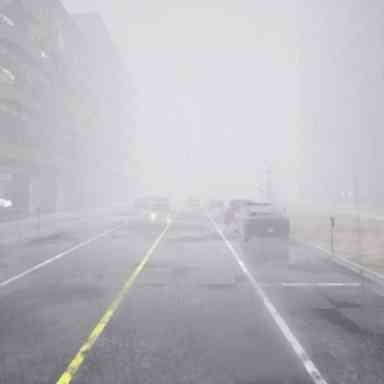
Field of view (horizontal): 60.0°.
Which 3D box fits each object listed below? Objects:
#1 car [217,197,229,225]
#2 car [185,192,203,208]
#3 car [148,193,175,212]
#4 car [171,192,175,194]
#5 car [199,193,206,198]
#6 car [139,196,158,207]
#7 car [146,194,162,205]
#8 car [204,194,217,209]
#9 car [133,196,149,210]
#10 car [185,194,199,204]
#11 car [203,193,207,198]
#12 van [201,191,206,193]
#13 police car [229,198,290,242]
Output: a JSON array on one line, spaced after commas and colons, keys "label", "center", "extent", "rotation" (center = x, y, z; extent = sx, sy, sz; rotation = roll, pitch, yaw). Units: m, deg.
[{"label": "car", "center": [3.112, 1.191, 22.695], "extent": [2.097, 1.767, 4.553], "rotation": [0, 0, 0]}, {"label": "car", "center": [0.080, 1.176, 42.434], "extent": [1.882, 1.535, 5.008], "rotation": [0, 1, 0]}, {"label": "car", "center": [-3.097, 1.229, 34.896], "extent": [1.882, 1.535, 5.008], "rotation": [0, 0, 0]}, {"label": "car", "center": [-5.682, 0.895, 77.644], "extent": [1.967, 1.590, 4.097], "rotation": [1, 0, 0]}, {"label": "car", "center": [2.785, 0.918, 89.492], "extent": [1.887, 1.381, 4.507], "rotation": [1, 0, 0]}, {"label": "car", "center": [-5.679, 1.252, 44.227], "extent": [1.947, 1.339, 4.313], "rotation": [1, 0, 0]}, {"label": "car", "center": [-5.677, 1.087, 49.795], "extent": [1.967, 1.590, 4.097], "rotation": [1, 0, 0]}, {"label": "car", "center": [2.701, 1.270, 38.656], "extent": [1.887, 1.381, 4.507], "rotation": [1, 0, 0]}, {"label": "car", "center": [-5.679, 1.270, 38.657], "extent": [1.887, 1.381, 4.507], "rotation": [1, 0, 0]}, {"label": "car", "center": [0.029, 1.101, 55.267], "extent": [2.128, 1.511, 4.902], "rotation": [0, 0, 1]}, {"label": "car", "center": [2.701, 1.198, 49.795], "extent": [2.008, 1.369, 4.403], "rotation": [1, 0, 0]}, {"label": "van", "center": [2.732, 0.773, 81.030], "extent": [1.690, 1.788, 3.998], "rotation": [1, 0, 0]}, {"label": "police car", "center": [3.133, 1.311, 15.835], "extent": [1.930, 1.638, 5.238], "rotation": [0, 0, 0]}]
